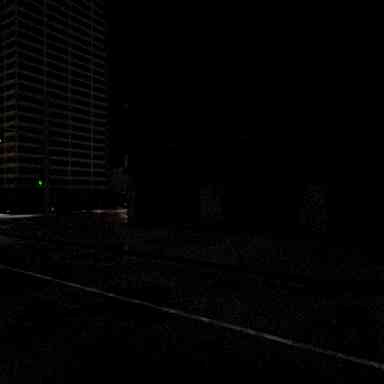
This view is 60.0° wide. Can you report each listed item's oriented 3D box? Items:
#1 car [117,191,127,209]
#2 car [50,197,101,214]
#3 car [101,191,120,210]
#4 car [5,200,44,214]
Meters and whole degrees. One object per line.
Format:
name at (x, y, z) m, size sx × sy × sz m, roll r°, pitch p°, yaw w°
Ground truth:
car at (-6.815, 1.221, 44.397) m, size 2.150 × 2.045 × 5.566 m, roll 0°, pitch 0°, yaw 36°
car at (-12.779, 1.491, 35.916) m, size 2.128 × 1.511 × 4.902 m, roll 0°, pitch 0°, yaw 35°
car at (-10.963, 1.221, 44.590) m, size 2.150 × 2.045 × 5.566 m, roll 0°, pitch 0°, yaw 35°
car at (-17.091, 1.547, 35.868) m, size 2.033 × 1.411 × 5.357 m, roll 0°, pitch 0°, yaw 35°
